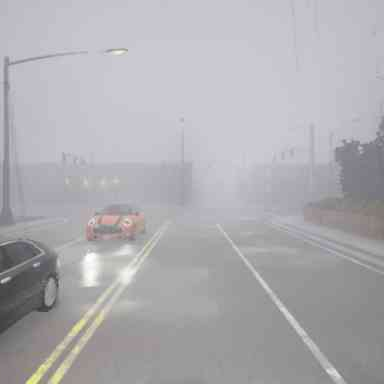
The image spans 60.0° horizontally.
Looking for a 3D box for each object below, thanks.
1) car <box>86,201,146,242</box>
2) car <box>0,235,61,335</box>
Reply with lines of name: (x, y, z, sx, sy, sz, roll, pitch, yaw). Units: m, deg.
car: (-3.559, 1.336, 16.293, 2.097, 1.767, 4.553, 0, 0, 0)
car: (-3.593, 1.499, 4.930, 1.837, 1.490, 4.892, 0, 0, 0)
